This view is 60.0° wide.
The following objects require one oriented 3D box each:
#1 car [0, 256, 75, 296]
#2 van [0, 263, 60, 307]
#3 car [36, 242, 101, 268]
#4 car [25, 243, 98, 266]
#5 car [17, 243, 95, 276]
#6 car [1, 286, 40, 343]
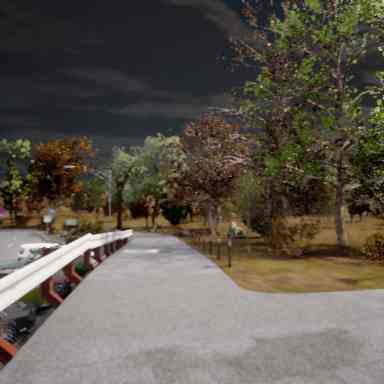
[{"bbox_3d":[-9.170,4.841,18.464,4.553,1.767,2.185,2,-1,-26],"label":"car"},{"bbox_3d":[-8.764,4.693,15.510,4.442,1.987,1.878,2,-1,-26],"label":"van"},{"bbox_3d":[-10.193,5.145,27.485,4.792,1.488,2.163,2,-1,-26],"label":"car"},{"bbox_3d":[-9.851,4.815,24.486,5.566,2.045,2.435,2,-1,-26],"label":"car"},{"bbox_3d":[-9.553,4.764,21.440,5.566,2.045,2.435,2,-1,-26],"label":"car"},{"bbox_3d":[-8.529,4.867,12.446,4.892,1.521,2.231,2,-1,-26],"label":"car"}]
